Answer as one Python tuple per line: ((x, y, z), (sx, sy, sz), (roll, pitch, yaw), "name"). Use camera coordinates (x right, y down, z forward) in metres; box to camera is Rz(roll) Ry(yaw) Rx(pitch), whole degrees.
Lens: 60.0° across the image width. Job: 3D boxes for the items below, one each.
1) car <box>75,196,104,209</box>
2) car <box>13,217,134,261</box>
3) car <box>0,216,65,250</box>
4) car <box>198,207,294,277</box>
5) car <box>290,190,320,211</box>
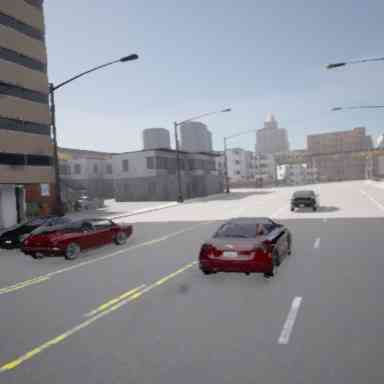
((-12.798, 1.292, 41.610), (1.970, 1.475, 3.806), (-3, 2, 24), "car")
((-4.468, 1.807, 13.677), (1.895, 1.301, 4.718), (-3, 1, 24), "car")
((-7.157, 1.910, 16.246), (1.994, 1.385, 4.181), (-3, 1, 24), "car")
((1.732, 1.425, 9.921), (1.994, 1.385, 4.181), (-3, 1, 24), "car")
((8.845, 0.595, 26.082), (1.837, 1.490, 4.892), (-3, 2, 24), "car")
